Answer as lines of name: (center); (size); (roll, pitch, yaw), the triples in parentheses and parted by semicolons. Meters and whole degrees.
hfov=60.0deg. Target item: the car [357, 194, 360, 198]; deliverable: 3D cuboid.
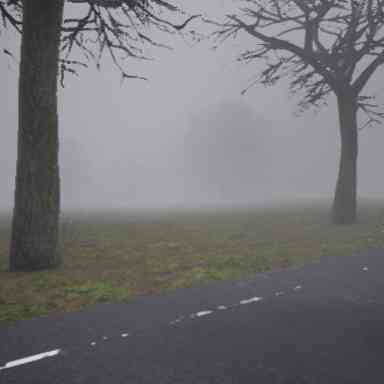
car: (33.451, 0.676, 70.847); (1.994, 1.385, 4.181); (2, -2, -35)
